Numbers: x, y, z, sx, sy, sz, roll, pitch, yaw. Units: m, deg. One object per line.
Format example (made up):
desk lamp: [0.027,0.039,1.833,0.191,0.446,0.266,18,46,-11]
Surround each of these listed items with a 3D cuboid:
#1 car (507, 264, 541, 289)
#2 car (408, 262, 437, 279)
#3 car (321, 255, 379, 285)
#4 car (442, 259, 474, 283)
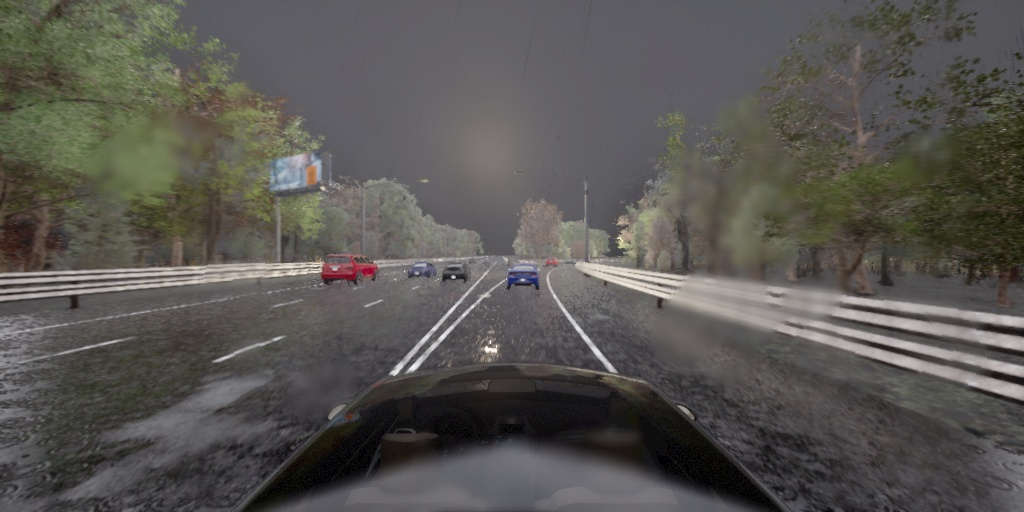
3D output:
car: [0.789,1.233,23.068,1.882,1.535,5.008,0,0,4]
car: [-7.874,1.240,31.697,1.812,1.442,4.674,0,0,-2]
car: [-11.194,0.919,25.177,2.150,2.045,5.566,0,0,-2]
car: [-4.274,1.237,28.134,1.837,1.490,4.892,0,0,-2]
